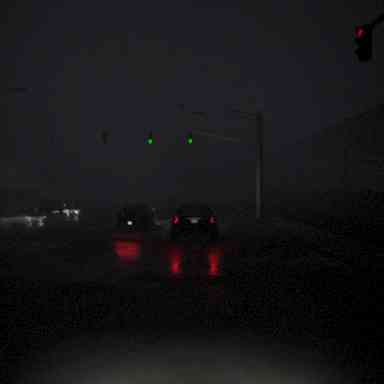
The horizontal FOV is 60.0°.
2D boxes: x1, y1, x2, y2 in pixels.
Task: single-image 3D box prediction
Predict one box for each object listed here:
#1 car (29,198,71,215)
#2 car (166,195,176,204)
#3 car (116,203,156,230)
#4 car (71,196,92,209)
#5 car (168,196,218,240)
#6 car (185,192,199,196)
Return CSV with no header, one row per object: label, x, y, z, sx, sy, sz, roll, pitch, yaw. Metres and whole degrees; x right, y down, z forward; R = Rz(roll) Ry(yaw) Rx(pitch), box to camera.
car,-14.020,1.346,32.359,2.128,1.511,4.902,0,0,0
car,-3.490,1.185,57.975,1.882,1.535,5.008,0,0,0
car,-3.397,1.418,20.577,1.837,1.490,4.892,0,0,0
car,-14.018,1.295,41.581,2.128,1.511,4.902,0,0,1
car,0.103,1.284,16.649,2.097,1.767,4.553,0,0,0
car,0.010,0.927,58.003,2.150,2.045,5.566,0,0,0
